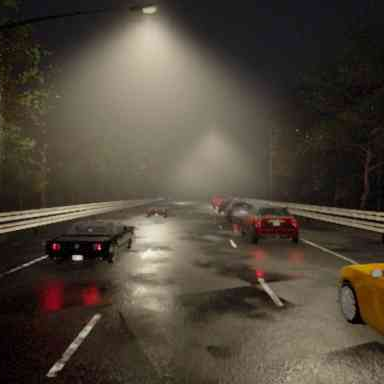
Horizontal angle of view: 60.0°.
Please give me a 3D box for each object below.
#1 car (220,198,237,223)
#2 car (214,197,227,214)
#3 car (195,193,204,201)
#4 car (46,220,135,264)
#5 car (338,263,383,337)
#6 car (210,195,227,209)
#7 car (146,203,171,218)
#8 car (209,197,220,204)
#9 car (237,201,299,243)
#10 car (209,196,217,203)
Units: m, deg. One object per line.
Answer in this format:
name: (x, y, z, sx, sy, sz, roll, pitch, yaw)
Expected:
car: (3.717, 1.539, 26.956, 2.033, 1.649, 4.856, 0, 0, 1)
car: (3.902, 1.627, 37.909, 1.882, 1.535, 5.008, 0, 0, 1)
car: (2.077, 1.410, 91.065, 2.150, 2.045, 5.566, 0, 0, 3)
car: (-3.340, 1.649, 11.997, 1.895, 1.301, 4.718, 0, 0, 0)
car: (3.617, 1.496, 4.161, 1.882, 1.535, 5.008, 0, -1, 0)
car: (4.145, 1.411, 48.893, 2.150, 2.045, 5.566, 0, 0, 1)
car: (-3.104, 1.726, 31.752, 1.895, 1.301, 4.718, 0, 0, 1)
car: (4.796, 1.759, 70.762, 2.128, 1.511, 4.902, 0, 0, 2)
car: (3.706, 1.419, 16.579, 2.097, 1.767, 4.553, 0, 0, 1)
car: (5.207, 1.782, 81.709, 1.882, 1.535, 5.008, 0, 0, 2)
